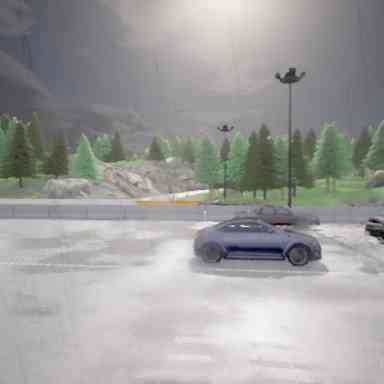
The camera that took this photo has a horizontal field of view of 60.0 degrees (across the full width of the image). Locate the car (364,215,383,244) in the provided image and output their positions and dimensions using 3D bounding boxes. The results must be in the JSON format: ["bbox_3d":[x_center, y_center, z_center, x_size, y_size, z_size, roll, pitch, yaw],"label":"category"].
[{"bbox_3d":[9.864,1.549,13.835,4.902,1.511,2.128,0,0,7],"label":"car"}]

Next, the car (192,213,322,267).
[{"bbox_3d":[2.103,1.590,11.191,4.181,1.385,1.994,0,0,6],"label":"car"}]

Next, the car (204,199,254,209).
[{"bbox_3d":[3.600,1.634,32.366,4.181,1.385,1.994,0,0,7],"label":"car"}]

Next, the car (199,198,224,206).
[{"bbox_3d":[3.288,1.679,57.360,1.994,1.385,4.181,0,0,-42],"label":"car"}]

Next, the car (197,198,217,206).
[{"bbox_3d":[2.822,1.688,43.024,4.718,1.301,1.895,0,0,7],"label":"car"}]

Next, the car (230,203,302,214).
[{"bbox_3d":[5.329,1.603,21.400,5.357,1.411,2.033,0,0,7],"label":"car"}]

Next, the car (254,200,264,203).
[{"bbox_3d":[7.115,1.658,39.011,4.181,1.385,1.994,0,0,7],"label":"car"}]
